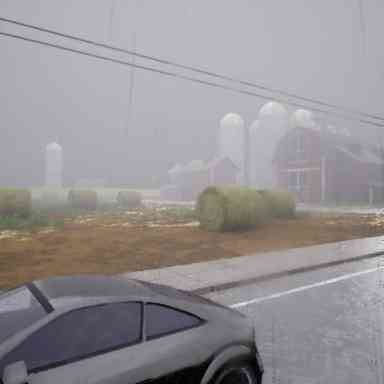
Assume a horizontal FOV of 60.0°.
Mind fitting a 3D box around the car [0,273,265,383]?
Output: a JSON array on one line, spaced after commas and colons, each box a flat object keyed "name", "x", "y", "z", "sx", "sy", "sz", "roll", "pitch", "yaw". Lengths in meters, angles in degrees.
[{"name": "car", "x": -1.302, "y": 1.568, "z": 3.063, "sx": 4.181, "sy": 1.385, "sz": 1.994, "roll": 0, "pitch": 0, "yaw": -36}]
